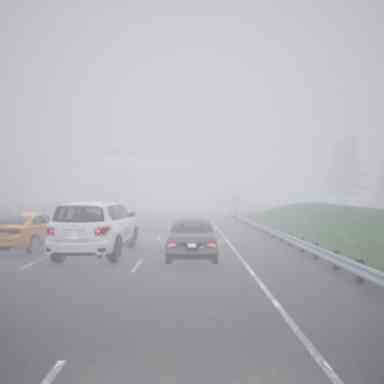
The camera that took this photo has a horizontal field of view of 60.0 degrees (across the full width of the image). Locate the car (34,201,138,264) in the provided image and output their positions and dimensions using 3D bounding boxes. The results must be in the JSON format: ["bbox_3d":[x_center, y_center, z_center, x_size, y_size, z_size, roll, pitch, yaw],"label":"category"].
[{"bbox_3d":[-3.495,1.352,12.553,2.150,2.045,5.566,0,0,0],"label":"car"}]

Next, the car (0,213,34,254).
[{"bbox_3d":[-6.977,1.620,14.247,1.882,1.535,5.008,0,0,1],"label":"car"}]

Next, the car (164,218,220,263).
[{"bbox_3d":[0.004,1.674,12.500,2.033,1.411,5.357,0,-1,0],"label":"car"}]
